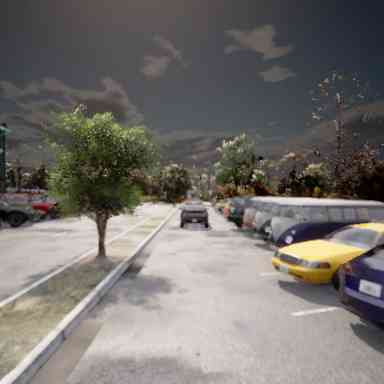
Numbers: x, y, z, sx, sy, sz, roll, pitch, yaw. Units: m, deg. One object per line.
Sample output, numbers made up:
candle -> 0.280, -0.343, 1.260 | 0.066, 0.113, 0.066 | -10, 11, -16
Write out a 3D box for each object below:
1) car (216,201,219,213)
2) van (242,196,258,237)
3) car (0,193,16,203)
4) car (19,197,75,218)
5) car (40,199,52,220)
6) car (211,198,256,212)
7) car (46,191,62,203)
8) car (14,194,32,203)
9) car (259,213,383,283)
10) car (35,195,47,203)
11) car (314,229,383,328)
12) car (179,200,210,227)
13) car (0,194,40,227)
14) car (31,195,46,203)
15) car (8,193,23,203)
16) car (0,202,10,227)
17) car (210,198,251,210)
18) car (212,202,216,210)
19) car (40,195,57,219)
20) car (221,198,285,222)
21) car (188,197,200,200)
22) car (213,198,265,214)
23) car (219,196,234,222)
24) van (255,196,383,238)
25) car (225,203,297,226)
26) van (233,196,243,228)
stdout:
car -> 4.943, 1.397, 29.590 | 4.553, 1.767, 2.185 | 1, 0, -20
van -> 4.758, 1.277, 14.658 | 4.442, 1.987, 1.878 | 1, 0, -20
car -> -34.665, 1.091, 62.527 | 2.185, 1.767, 4.553 | 0, -1, -19
car -> -13.227, 1.380, 30.686 | 4.553, 1.767, 2.185 | -1, 0, -20
car -> -13.262, 1.526, 24.680 | 4.792, 1.488, 2.163 | -1, 0, -20
car -> 4.948, 1.536, 39.759 | 4.892, 1.521, 2.231 | 1, 0, -20
car -> -25.782, 0.963, 62.384 | 2.435, 2.045, 5.566 | 1, -1, -19
car -> -31.714, 1.217, 62.500 | 2.231, 1.521, 4.892 | 0, -1, -19
car -> 4.673, 1.491, 8.681 | 5.366, 1.575, 1.946 | 1, 0, -20
car -> -36.165, 1.628, 79.553 | 2.185, 1.767, 4.553 | 1, -3, -19
car -> 4.866, 1.523, 5.783 | 4.792, 1.488, 2.163 | 1, 0, -20
car -> 0.160, 1.534, 23.104 | 1.837, 1.490, 4.892 | 0, 0, 0
car -> -13.279, 1.241, 21.676 | 5.566, 2.045, 2.435 | -1, 0, -20
car -> -28.757, 1.255, 62.453 | 2.002, 1.452, 4.674 | 1, -1, -19
car -> -42.184, 1.502, 79.612 | 2.435, 2.045, 5.566 | 1, -3, -19
car -> -13.284, 1.518, 18.668 | 4.792, 1.488, 2.163 | -1, 0, -20
car -> 4.975, 1.539, 43.154 | 4.892, 1.521, 2.231 | 1, 0, -20
car -> 4.900, 1.556, 32.960 | 4.792, 1.488, 2.163 | 1, 0, -20
car -> -13.254, 1.250, 27.690 | 5.566, 2.045, 2.435 | -1, 0, -20
car -> 4.871, 1.393, 26.600 | 4.553, 1.767, 2.185 | 1, 0, -20
car -> 0.227, 1.402, 39.975 | 2.097, 1.767, 4.553 | 0, 0, 0
car -> 5.112, 1.530, 36.434 | 5.366, 1.575, 1.946 | 1, 0, -20
car -> 4.910, 1.261, 20.665 | 5.566, 2.045, 2.435 | 1, 0, -20
van -> 4.751, 1.273, 11.679 | 4.442, 1.987, 1.878 | 1, 0, -20
car -> 4.892, 1.555, 23.627 | 4.674, 1.452, 2.002 | 1, 0, -20
van -> 4.765, 1.280, 17.635 | 4.442, 1.987, 1.878 | 1, 0, -20
